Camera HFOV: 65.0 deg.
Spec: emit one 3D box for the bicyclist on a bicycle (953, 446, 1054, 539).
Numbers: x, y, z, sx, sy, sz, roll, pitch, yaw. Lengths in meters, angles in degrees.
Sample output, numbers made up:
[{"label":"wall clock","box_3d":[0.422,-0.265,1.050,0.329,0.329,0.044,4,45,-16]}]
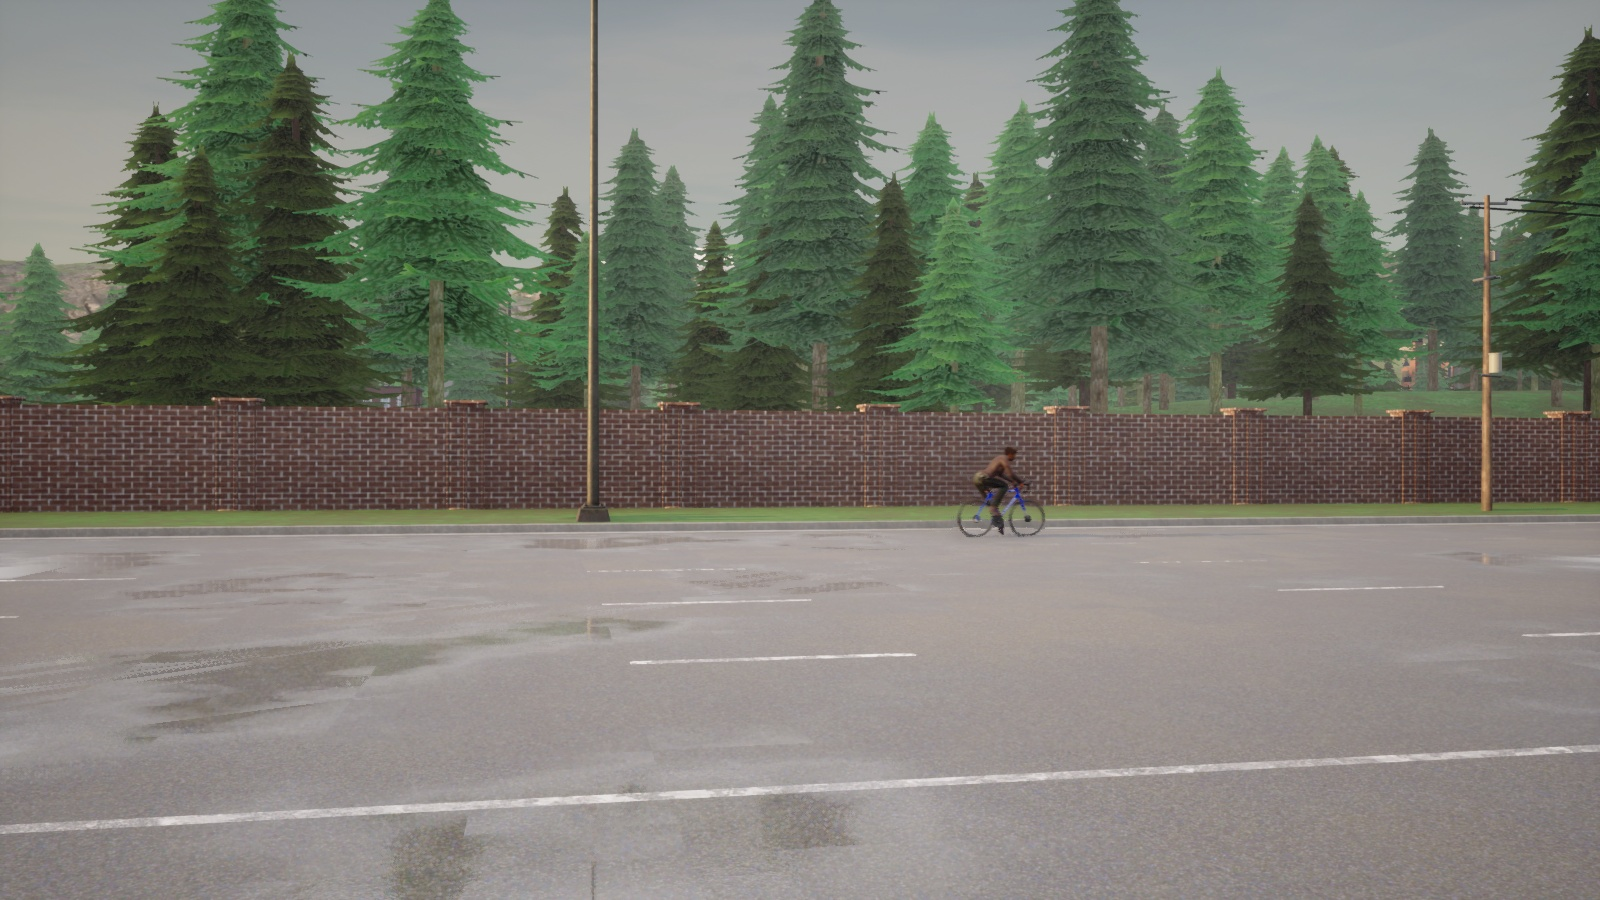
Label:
[{"label":"bicyclist on a bicycle","box_3d":[3.612,0.745,22.289,1.656,1.620,0.582,0,0,-12]}]
